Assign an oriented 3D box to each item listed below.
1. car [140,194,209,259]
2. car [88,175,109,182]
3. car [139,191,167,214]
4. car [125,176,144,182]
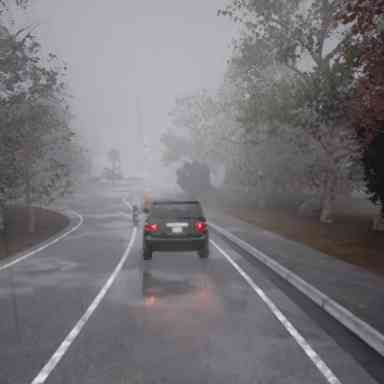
[{"bbox_3d":[-0.703,1.195,12.698,2.150,2.045,5.566,0,1,-5],"label":"car"},{"bbox_3d":[-22.558,-3.210,80.129,4.553,1.767,2.097,-1,5,-2],"label":"car"},{"bbox_3d":[-3.544,0.873,29.601,1.882,1.535,5.008,-1,4,-13],"label":"car"},{"bbox_3d":[-14.099,-3.242,81.236,5.008,1.535,1.882,2,5,26],"label":"car"}]
